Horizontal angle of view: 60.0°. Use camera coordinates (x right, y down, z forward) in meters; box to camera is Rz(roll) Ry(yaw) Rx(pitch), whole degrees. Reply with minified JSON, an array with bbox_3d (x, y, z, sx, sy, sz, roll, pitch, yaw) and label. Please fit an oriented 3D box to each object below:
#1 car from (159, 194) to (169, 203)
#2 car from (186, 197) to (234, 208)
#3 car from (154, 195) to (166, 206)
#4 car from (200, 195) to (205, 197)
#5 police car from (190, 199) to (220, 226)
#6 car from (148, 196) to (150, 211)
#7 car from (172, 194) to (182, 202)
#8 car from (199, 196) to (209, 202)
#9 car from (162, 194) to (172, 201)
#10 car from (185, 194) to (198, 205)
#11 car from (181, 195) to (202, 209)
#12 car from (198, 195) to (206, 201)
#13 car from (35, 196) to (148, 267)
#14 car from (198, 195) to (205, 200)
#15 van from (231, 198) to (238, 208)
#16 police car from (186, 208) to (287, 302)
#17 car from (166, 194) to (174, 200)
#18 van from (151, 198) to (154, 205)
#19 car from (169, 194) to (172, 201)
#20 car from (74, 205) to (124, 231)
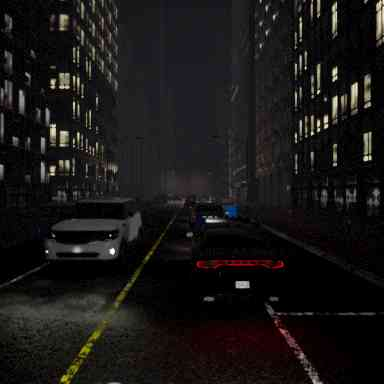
[{"bbox_3d":[-5.799,1.476,60.839,1.887,1.381,4.507,0,0,0],"label":"car"},{"bbox_3d":[0.865,1.346,18.294,2.097,1.767,4.553,0,0,0],"label":"car"},{"bbox_3d":[-5.789,1.525,55.154,1.802,1.307,4.206,0,0,0],"label":"car"},{"bbox_3d":[2.571,1.443,66.701,1.752,1.417,4.829,0,0,0],"label":"car"},{"bbox_3d":[0.854,1.415,24.434,1.930,1.638,5.238,0,0,0],"label":"police car"},{"bbox_3d":[-5.745,1.296,32.410,2.192,1.841,5.009,0,0,0],"label":"car"},{"bbox_3d":[-3.133,1.431,71.360,1.812,1.442,4.674,0,0,0],"label":"car"},{"bbox_3d":[2.560,1.469,72.217,1.947,1.339,4.313,0,0,0],"label":"car"},{"bbox_3d":[-5.830,1.328,77.897,1.967,1.590,4.097,0,0,0],"label":"car"},{"bbox_3d":[-0.111,1.288,58.665,2.097,1.767,4.553,0,0,0],"label":"car"},{"bbox_3d":[-0.074,1.526,44.901,1.994,1.385,4.181,0,0,0],"label":"car"},{"bbox_3d":[2.539,1.452,83.586,1.802,1.307,4.206,0,0,0],"label":"car"},{"bbox_3d":[-3.124,1.220,11.801,2.150,2.045,5.566,0,0,0],"label":"car"},{"bbox_3d":[2.529,1.396,89.272,1.887,1.381,4.507,0,0,0],"label":"car"},{"bbox_3d":[2.646,1.329,26.734,1.690,1.788,3.998,0,0,0],"label":"van"},{"bbox_3d":[0.884,1.425,8.434,1.930,1.638,5.238,0,0,0],"label":"police car"},{"bbox_3d":[-5.851,1.291,89.269,1.967,1.590,4.097,0,0,0],"label":"car"},{"bbox_3d":[-5.756,1.314,38.096,1.690,1.788,3.998,0,0,0],"label":"van"},{"bbox_3d":[-5.808,1.233,66.524,2.192,1.841,5.009,0,0,0],"label":"car"},{"bbox_3d":[-5.726,1.559,21.038,1.947,1.339,4.313,0,0,0],"label":"car"}]
